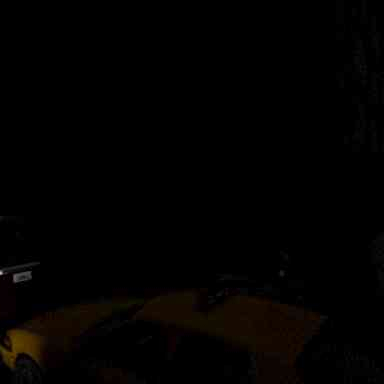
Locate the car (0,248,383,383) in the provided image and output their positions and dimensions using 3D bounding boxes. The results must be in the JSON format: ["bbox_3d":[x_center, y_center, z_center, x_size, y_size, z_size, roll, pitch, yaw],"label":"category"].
[{"bbox_3d":[0.001,1.525,3.074,4.829,1.417,1.752,0,1,36],"label":"car"}]

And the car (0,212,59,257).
[{"bbox_3d":[-4.404,1.313,6.224,5.009,1.841,2.192,0,1,36],"label":"car"}]
